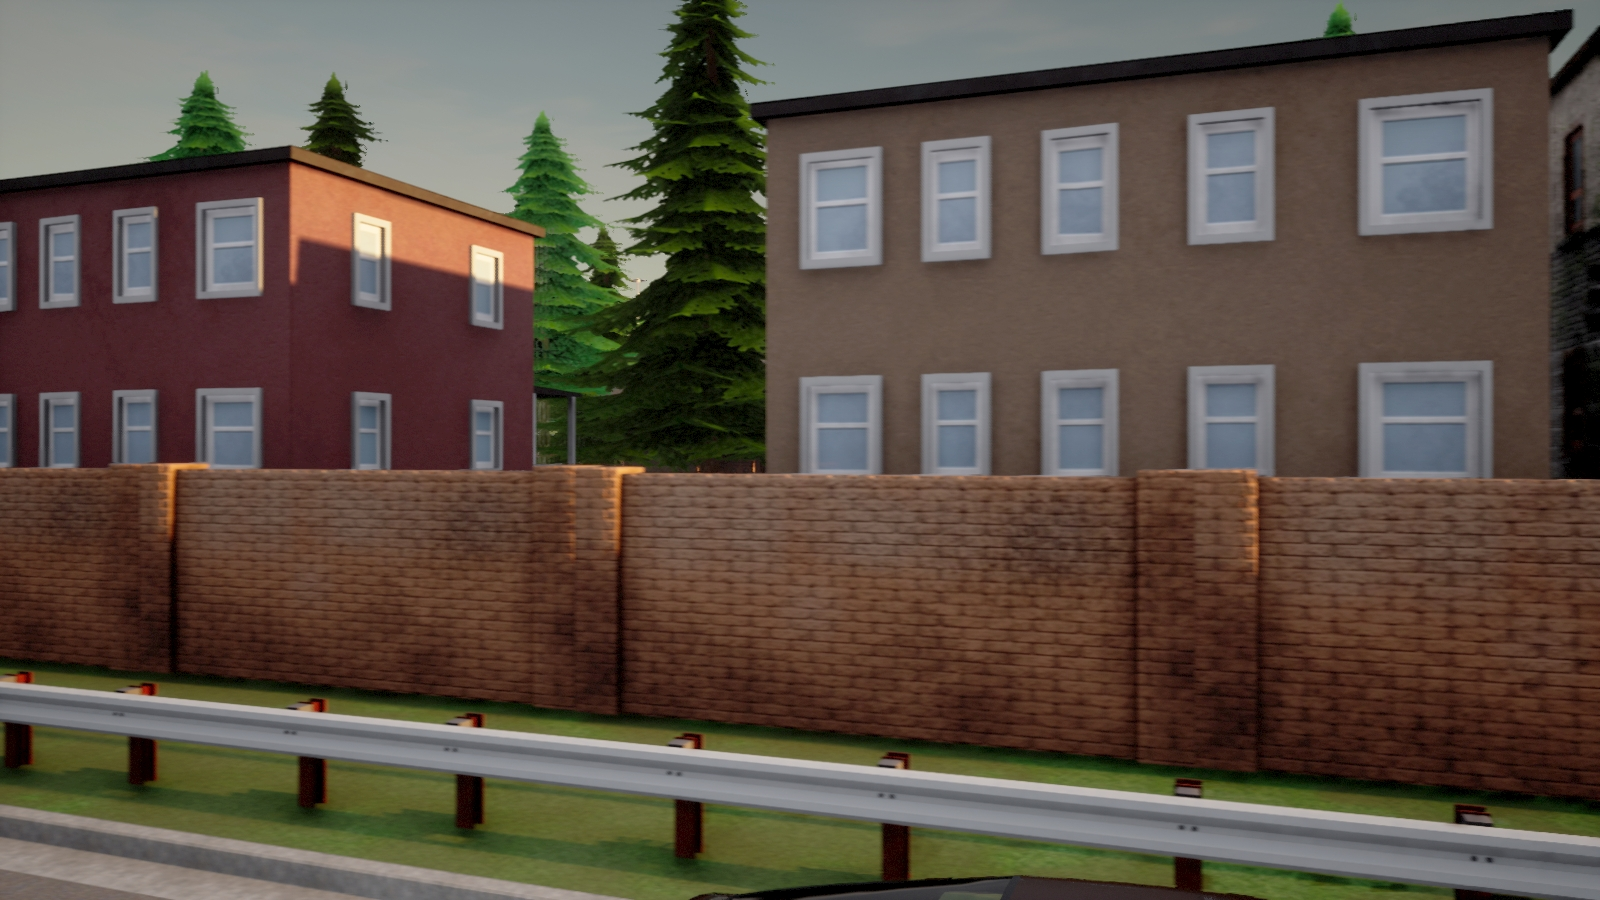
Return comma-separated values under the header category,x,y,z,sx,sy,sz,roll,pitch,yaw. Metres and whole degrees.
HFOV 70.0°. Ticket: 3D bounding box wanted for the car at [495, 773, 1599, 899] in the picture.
category,x,y,z,sx,sy,sz,roll,pitch,yaw
car,1.373,2.040,2.800,4.514,1.525,2.007,0,0,20
